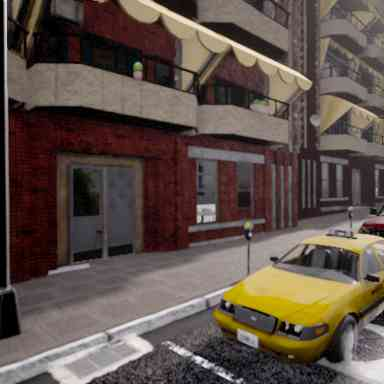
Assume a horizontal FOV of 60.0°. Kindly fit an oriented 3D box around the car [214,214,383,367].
[{"bbox_3d":[2.410,1.358,5.629,4.829,1.417,1.752,-2,3,-44],"label":"car"}]

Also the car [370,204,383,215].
[{"bbox_3d":[6.534,0.973,9.552,5.009,1.841,2.192,-2,3,-44],"label":"car"}]
